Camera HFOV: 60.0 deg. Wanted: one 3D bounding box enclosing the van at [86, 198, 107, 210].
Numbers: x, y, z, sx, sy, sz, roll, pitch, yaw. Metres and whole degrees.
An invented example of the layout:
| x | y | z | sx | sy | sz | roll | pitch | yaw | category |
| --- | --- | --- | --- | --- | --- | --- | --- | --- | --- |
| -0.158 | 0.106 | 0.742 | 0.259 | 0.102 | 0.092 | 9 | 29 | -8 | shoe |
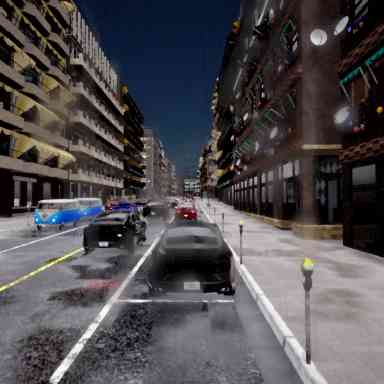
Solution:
| x | y | z | sx | sy | sz | roll | pitch | yaw | category |
| --- | --- | --- | --- | --- | --- | --- | --- | --- | --- |
| -8.313 | 1.368 | 26.285 | 1.690 | 1.788 | 3.998 | 1 | 0 | 0 | van |

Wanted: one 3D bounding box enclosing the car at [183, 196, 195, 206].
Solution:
| x | y | z | sx | sy | sz | roll | pitch | yaw | category |
| --- | --- | --- | --- | --- | --- | --- | --- | --- | --- |
| -0.472 | 1.553 | 59.411 | 1.967 | 1.590 | 4.097 | 1 | 0 | 0 | car |

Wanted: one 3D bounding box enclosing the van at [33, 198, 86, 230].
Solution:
| x | y | z | sx | sy | sz | roll | pitch | yaw | category |
| --- | --- | --- | --- | --- | --- | --- | --- | --- | --- |
| -8.312 | 1.358 | 20.753 | 1.690 | 1.788 | 3.998 | 2 | 0 | 0 | van |

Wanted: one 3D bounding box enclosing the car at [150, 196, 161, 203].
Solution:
| x | y | z | sx | sy | sz | roll | pitch | yaw | category |
| --- | --- | --- | --- | --- | --- | --- | --- | --- | --- |
| -8.322 | 1.724 | 76.059 | 1.887 | 1.381 | 4.507 | 1 | 0 | 0 | car |

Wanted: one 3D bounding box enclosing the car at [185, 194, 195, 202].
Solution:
| x | y | z | sx | sy | sz | roll | pitch | yaw | category |
| --- | --- | --- | --- | --- | --- | --- | --- | --- | --- |
| -0.471 | 1.521 | 81.536 | 2.192 | 1.841 | 5.009 | 1 | 0 | 0 | car |

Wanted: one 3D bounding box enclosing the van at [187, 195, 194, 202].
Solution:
| x | y | z | sx | sy | sz | roll | pitch | yaw | category |
| --- | --- | --- | --- | --- | --- | --- | --- | --- | --- |
| -0.472 | 1.575 | 87.068 | 1.690 | 1.788 | 3.998 | 1 | 0 | 0 | van |

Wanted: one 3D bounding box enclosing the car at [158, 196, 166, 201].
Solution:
| x | y | z | sx | sy | sz | roll | pitch | yaw | category |
| --- | --- | --- | --- | --- | --- | --- | --- | --- | --- |
| -8.324 | 1.846 | 92.652 | 1.802 | 1.307 | 4.206 | 1 | 0 | 0 | car |

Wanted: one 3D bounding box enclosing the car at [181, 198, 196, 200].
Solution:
| x | y | z | sx | sy | sz | roll | pitch | yaw | category |
| --- | --- | --- | --- | --- | --- | --- | --- | --- | --- |
| -0.438 | 1.582 | 31.754 | 1.887 | 1.381 | 4.507 | 1 | 0 | 0 | car |

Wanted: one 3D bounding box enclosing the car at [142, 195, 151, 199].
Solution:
| x | y | z | sx | sy | sz | roll | pitch | yaw | category |
| --- | --- | --- | --- | --- | --- | --- | --- | --- | --- |
| -8.320 | 1.660 | 53.938 | 1.947 | 1.339 | 4.313 | 1 | 0 | 0 | car |

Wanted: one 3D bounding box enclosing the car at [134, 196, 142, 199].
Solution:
| x | y | z | sx | sy | sz | roll | pitch | yaw | category |
| --- | --- | --- | --- | --- | --- | --- | --- | --- | --- |
| -8.313 | 1.378 | 42.876 | 2.192 | 1.841 | 5.009 | 1 | 0 | 0 | car |

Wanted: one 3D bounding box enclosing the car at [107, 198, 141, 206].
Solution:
| x | y | z | sx | sy | sz | roll | pitch | yaw | category |
| --- | --- | --- | --- | --- | --- | --- | --- | --- | --- |
| -5.866 | 1.558 | 29.199 | 1.812 | 1.442 | 4.674 | 0 | 0 | 0 | car |

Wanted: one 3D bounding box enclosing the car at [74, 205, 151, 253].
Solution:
| x | y | z | sx | sy | sz | roll | pitch | yaw | category |
| --- | --- | --- | --- | --- | --- | --- | --- | --- | --- |
| -3.020 | 1.515 | 13.770 | 1.837 | 1.490 | 4.892 | 0 | 0 | 0 | car |

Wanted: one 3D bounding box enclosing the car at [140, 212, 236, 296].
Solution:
| x | y | z | sx | sy | sz | roll | pitch | yaw | category |
| --- | --- | --- | --- | --- | --- | --- | --- | --- | --- |
| 0.000 | 1.509 | 8.653 | 1.837 | 1.490 | 4.892 | 0 | 0 | 0 | car |

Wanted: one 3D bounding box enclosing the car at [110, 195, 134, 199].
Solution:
| x | y | z | sx | sy | sz | roll | pitch | yaw | category |
| --- | --- | --- | --- | --- | --- | --- | --- | --- | --- |
| -8.313 | 1.365 | 37.346 | 2.192 | 1.841 | 5.009 | 1 | 0 | 0 | car |

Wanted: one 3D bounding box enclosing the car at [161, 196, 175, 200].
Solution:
| x | y | z | sx | sy | sz | roll | pitch | yaw | category |
| --- | --- | --- | --- | --- | --- | --- | --- | --- | --- |
| -2.928 | 1.636 | 46.549 | 1.994 | 1.385 | 4.181 | 0 | 0 | 0 | car |

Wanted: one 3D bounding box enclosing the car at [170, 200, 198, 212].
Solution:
| x | y | z | sx | sy | sz | roll | pitch | yaw | category |
| --- | --- | --- | --- | --- | --- | --- | --- | --- | --- |
| -0.437 | 1.572 | 26.224 | 1.887 | 1.381 | 4.507 | 1 | 0 | 0 | car |

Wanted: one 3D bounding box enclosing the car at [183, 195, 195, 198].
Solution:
| x | y | z | sx | sy | sz | roll | pitch | yaw | category |
| --- | --- | --- | --- | --- | --- | --- | --- | --- | --- |
| -0.428 | 1.490 | 37.286 | 1.967 | 1.590 | 4.097 | 1 | 0 | 0 | car |

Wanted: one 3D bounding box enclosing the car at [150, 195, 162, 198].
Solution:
| x | y | z | sx | sy | sz | roll | pitch | yaw | category |
| --- | --- | --- | --- | --- | --- | --- | --- | --- | --- |
| -8.316 | 1.470 | 70.528 | 2.192 | 1.841 | 5.009 | 1 | 0 | 0 | car |

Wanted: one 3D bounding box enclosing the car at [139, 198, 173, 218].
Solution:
| x | y | z | sx | sy | sz | roll | pitch | yaw | category |
| --- | --- | --- | --- | --- | --- | --- | --- | --- | --- |
| -2.933 | 1.507 | 27.933 | 1.882 | 1.535 | 5.008 | 0 | 0 | 0 | car |
